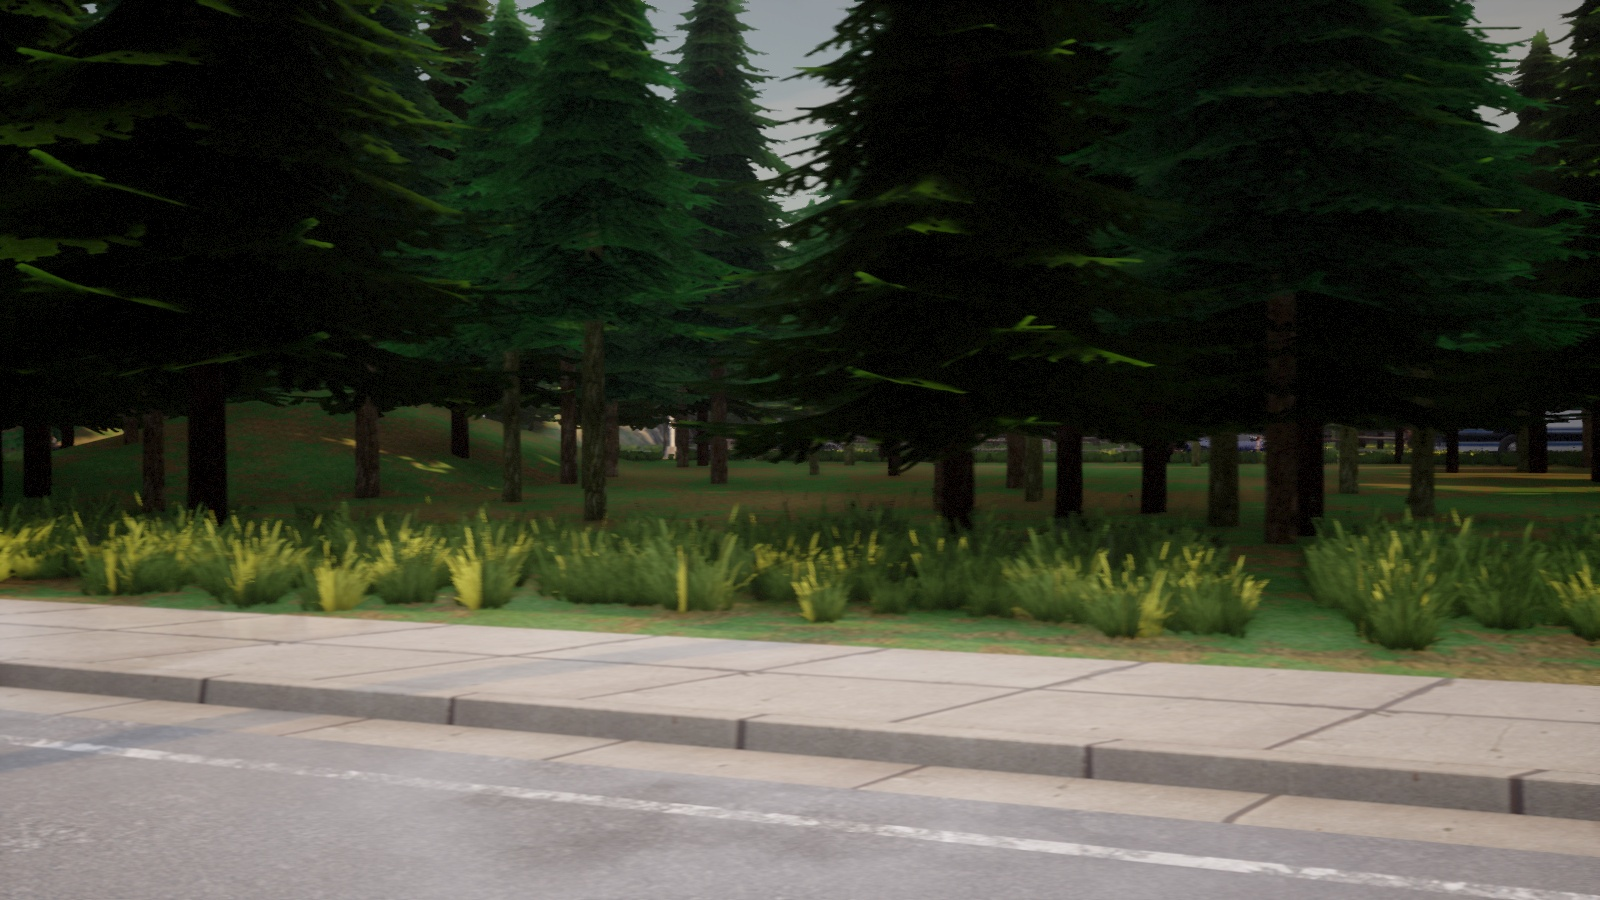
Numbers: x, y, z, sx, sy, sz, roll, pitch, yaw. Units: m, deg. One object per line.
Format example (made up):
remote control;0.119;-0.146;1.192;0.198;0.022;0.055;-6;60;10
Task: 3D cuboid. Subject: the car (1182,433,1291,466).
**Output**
car;20.727;-0.045;59.719;4.792;1.488;2.163;1;1;20

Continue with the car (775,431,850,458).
car;0.728;-0.330;70.660;3.806;1.475;1.970;1;1;19

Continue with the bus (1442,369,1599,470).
bus;34.041;-1.301;54.847;10.273;4.253;3.944;0;1;21
